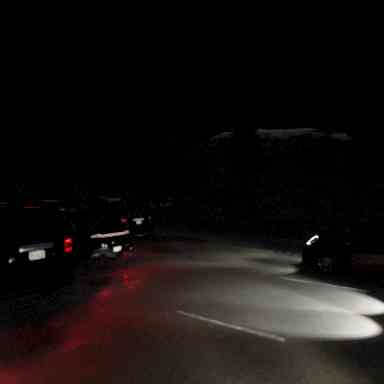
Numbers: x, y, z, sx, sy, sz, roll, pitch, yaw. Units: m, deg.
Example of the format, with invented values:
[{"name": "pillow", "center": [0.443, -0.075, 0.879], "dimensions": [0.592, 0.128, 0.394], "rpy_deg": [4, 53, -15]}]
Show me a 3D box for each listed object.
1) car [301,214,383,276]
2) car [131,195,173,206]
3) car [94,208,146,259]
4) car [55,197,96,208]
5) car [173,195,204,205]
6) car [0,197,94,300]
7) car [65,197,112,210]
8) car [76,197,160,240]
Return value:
[{"name": "car", "center": [5.325, 1.349, 8.783], "dimensions": [4.553, 1.767, 2.097], "rpy_deg": [0, 0, 35]}, {"name": "car", "center": [-5.692, 1.269, 47.649], "dimensions": [4.902, 1.511, 2.128], "rpy_deg": [0, 0, -41]}, {"name": "car", "center": [-4.175, 1.449, 11.188], "dimensions": [4.902, 1.511, 2.128], "rpy_deg": [0, 0, 35]}, {"name": "car", "center": [-15.134, 1.334, 43.300], "dimensions": [1.895, 1.301, 4.718], "rpy_deg": [1, 0, 43]}, {"name": "car", "center": [-0.934, 1.248, 55.831], "dimensions": [5.008, 1.535, 1.882], "rpy_deg": [0, 0, -35]}, {"name": "car", "center": [-4.932, 1.187, 7.427], "dimensions": [5.566, 2.045, 2.150], "rpy_deg": [1, 0, 35]}, {"name": "car", "center": [-12.632, 1.310, 40.935], "dimensions": [2.033, 1.411, 5.357], "rpy_deg": [1, 0, 40]}, {"name": "car", "center": [-3.992, 1.298, 15.343], "dimensions": [4.553, 1.767, 2.097], "rpy_deg": [0, 0, 35]}]
